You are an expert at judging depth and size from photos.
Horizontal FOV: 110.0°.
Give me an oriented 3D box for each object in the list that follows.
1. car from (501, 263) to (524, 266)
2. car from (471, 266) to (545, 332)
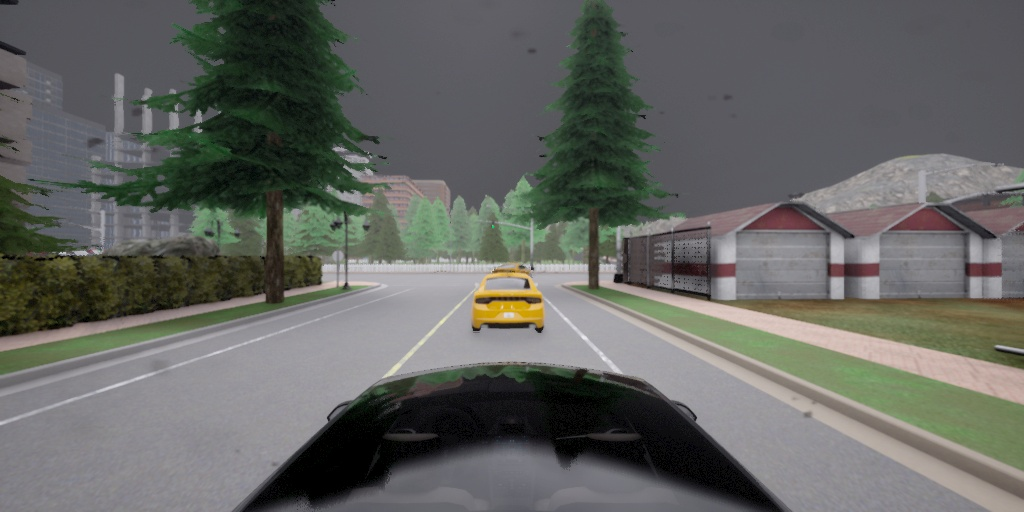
[{"bbox_3d":[0.156,1.289,27.001,1.882,1.535,5.008,-1,-1,17],"label":"car"},{"bbox_3d":[-0.159,1.242,10.960,1.882,1.535,5.008,0,0,-2],"label":"car"}]
